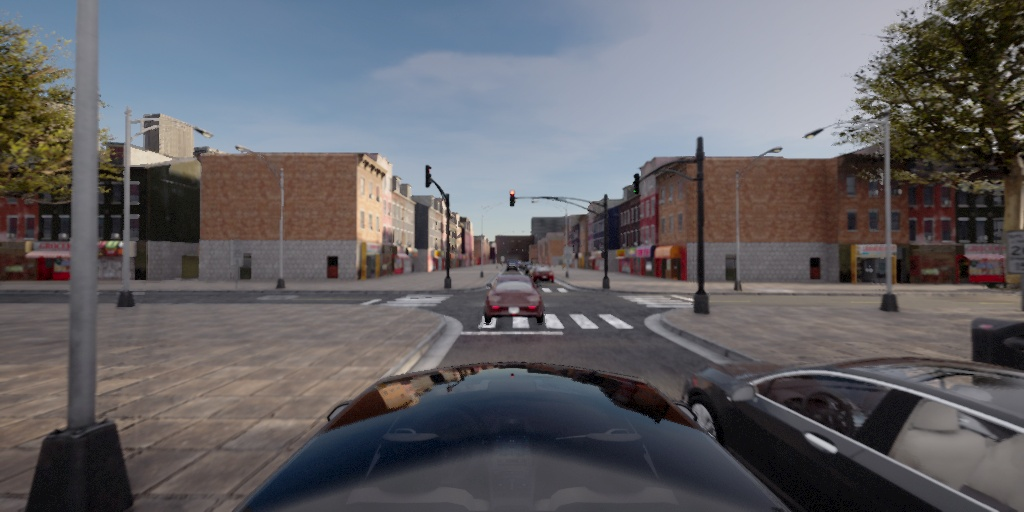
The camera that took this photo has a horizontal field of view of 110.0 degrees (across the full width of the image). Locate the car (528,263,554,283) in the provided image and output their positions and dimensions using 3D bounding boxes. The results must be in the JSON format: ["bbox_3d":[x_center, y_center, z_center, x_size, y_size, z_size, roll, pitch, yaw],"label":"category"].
[{"bbox_3d":[2.631,1.572,31.143,1.888,1.381,4.507,0,0,0],"label":"car"}]

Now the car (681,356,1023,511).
[{"bbox_3d":[2.638,1.304,2.115,2.007,1.370,4.403,0,0,0],"label":"car"}]

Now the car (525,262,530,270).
[{"bbox_3d":[2.630,1.611,36.992,1.751,1.417,4.829,0,0,0],"label":"car"}]

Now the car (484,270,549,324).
[{"bbox_3d":[0.069,1.369,12.367,1.812,1.442,4.674,0,0,0],"label":"car"}]

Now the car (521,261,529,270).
[{"bbox_3d":[2.628,1.776,48.180,1.948,1.339,4.313,0,0,0],"label":"car"}]

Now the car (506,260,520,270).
[{"bbox_3d":[0.041,1.871,61.346,1.837,1.490,4.892,0,-1,0],"label":"car"}]
